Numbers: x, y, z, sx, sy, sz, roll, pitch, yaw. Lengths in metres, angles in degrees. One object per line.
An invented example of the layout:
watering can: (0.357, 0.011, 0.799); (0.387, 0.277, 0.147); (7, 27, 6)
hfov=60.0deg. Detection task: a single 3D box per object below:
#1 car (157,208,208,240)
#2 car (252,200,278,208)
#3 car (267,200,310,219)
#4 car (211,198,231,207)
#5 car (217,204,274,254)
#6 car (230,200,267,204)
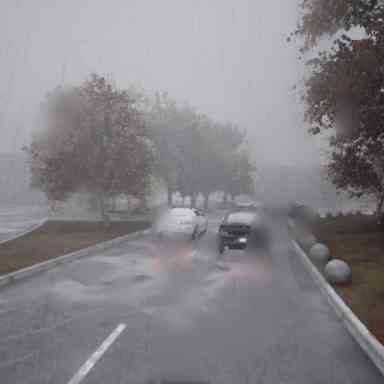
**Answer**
car: (-0.409, 1.539, 17.136); (1.812, 1.442, 4.674); (0, 0, 12)
car: (13.802, 2.272, 62.731); (1.812, 1.442, 4.674); (1, -1, -39)
car: (9.301, 1.585, 31.090); (2.097, 1.767, 4.553); (0, -1, 43)
car: (6.594, 2.300, 65.277); (4.181, 1.385, 1.994); (0, -1, 32)
car: (2.173, 1.488, 13.694); (1.882, 1.535, 5.008); (0, 0, 10)
car: (6.063, 1.733, 32.193); (1.837, 1.490, 4.892); (-2, -2, 39)
